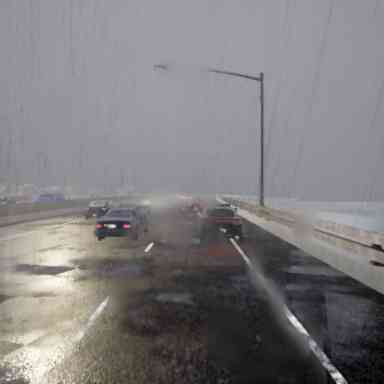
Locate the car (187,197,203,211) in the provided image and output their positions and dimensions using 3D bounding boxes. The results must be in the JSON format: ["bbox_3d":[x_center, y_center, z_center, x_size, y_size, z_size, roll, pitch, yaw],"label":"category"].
[{"bbox_3d":[0.470,1.465,37.875,1.895,1.301,4.718,0,0,2],"label":"car"}]

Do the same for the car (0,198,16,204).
[{"bbox_3d":[-20.707,1.372,35.412,1.837,1.490,4.892,0,0,1],"label":"car"}]

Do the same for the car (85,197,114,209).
[{"bbox_3d":[-6.698,1.395,25.426,2.128,1.511,4.902,0,0,1],"label":"car"}]

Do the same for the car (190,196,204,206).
[{"bbox_3d":[0.765,1.392,50.683,1.994,1.385,4.181,0,0,2],"label":"car"}]

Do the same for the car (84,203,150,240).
[{"bbox_3d":[-3.315,1.482,16.464,2.033,1.411,5.357,0,0,1],"label":"car"}]

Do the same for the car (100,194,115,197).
[{"bbox_3d":[-19.228,1.142,77.800,1.895,1.301,4.718,0,0,3],"label":"car"}]

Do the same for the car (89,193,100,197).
[{"bbox_3d":[-22.723,1.047,77.988,1.837,1.490,4.892,0,0,3],"label":"car"}]

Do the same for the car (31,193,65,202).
[{"bbox_3d":[-17.101,1.079,39.789,2.150,2.045,5.566,0,0,2],"label":"car"}]

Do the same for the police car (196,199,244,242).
[{"bbox_3d":[1.305,1.363,16.168,1.930,1.638,5.238,0,0,1],"label":"police car"}]
